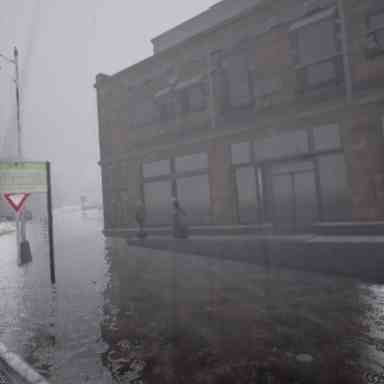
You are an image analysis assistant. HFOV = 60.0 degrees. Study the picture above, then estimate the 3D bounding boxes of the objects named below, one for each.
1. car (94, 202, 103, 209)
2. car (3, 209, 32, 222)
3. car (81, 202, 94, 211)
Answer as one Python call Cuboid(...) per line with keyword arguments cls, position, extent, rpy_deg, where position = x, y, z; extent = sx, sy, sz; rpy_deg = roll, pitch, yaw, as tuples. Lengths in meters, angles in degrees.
Cuboid(cls="car", position=(-15.905, 2.400, 63.031), extent=(1.994, 1.385, 4.181), rpy_deg=(-5, 2, 20))
Cuboid(cls="car", position=(-21.940, 2.930, 41.747), extent=(4.902, 1.511, 2.128), rpy_deg=(-5, -3, 38))
Cuboid(cls="car", position=(-19.253, 2.680, 63.598), extent=(1.812, 1.442, 4.674), rpy_deg=(-5, 2, 20))
